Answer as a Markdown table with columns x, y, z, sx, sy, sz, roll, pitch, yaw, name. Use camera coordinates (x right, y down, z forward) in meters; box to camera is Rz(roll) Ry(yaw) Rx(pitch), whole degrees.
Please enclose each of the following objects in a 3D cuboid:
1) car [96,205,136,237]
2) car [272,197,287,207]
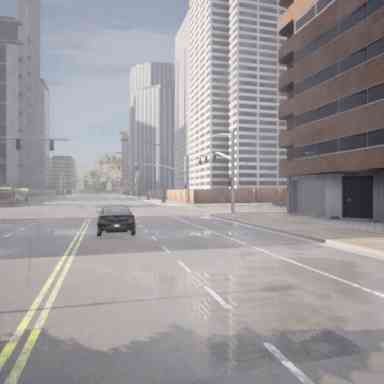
| x | y | z | sx | sy | sz | roll | pitch | yaw | name |
| --- | --- | --- | --- | --- | --- | --- | --- | --- | --- |
| -4.157 | 1.432 | 18.103 | 1.882 | 1.535 | 5.008 | 0 | 0 | -14 | car |
| 13.604 | 1.450 | 47.724 | 4.181 | 1.385 | 1.994 | 0 | 0 | -15 | car |
